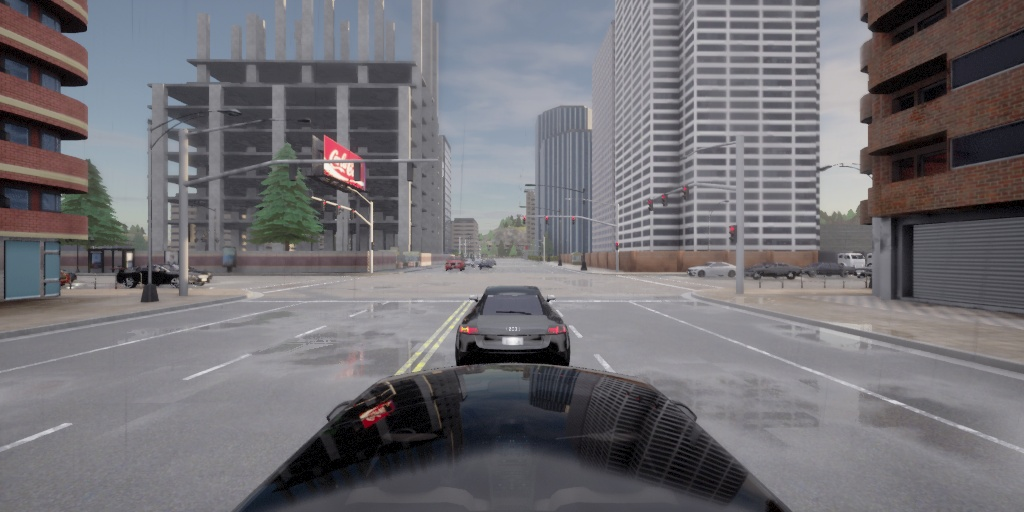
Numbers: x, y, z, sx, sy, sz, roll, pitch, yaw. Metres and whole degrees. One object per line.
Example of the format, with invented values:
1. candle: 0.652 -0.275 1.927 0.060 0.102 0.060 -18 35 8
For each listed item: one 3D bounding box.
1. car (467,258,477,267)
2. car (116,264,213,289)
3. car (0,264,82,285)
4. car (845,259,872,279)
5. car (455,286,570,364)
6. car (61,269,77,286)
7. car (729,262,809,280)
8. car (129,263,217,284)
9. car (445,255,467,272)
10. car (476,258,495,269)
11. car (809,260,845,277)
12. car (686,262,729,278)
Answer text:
1. car: -7.659 1.275 63.822 1.812 1.442 4.674 0 0 0
2. car: -22.017 1.241 22.763 4.902 1.511 2.128 0 0 -1
3. car: -34.601 1.314 26.081 4.181 1.385 1.994 0 0 -1
4. car: 32.218 1.241 30.768 4.902 1.511 2.128 0 0 -1
5. car: 0.009 1.314 7.674 1.994 1.385 4.181 0 0 0
6. car: -31.119 1.102 22.631 4.553 1.767 2.097 0 0 -1
7. car: 21.845 1.241 30.627 4.902 1.511 2.128 0 0 -1
8. car: -24.698 1.276 26.246 4.674 1.442 1.812 0 0 -1
9. car: -7.562 0.968 47.674 2.150 2.045 5.566 0 0 -3
10. car: -4.117 1.351 56.313 1.895 1.301 4.718 0 0 0
11. car: 29.662 1.297 34.238 5.357 1.411 2.033 0 0 -1
12. car: 19.080 1.276 34.066 4.674 1.442 1.812 0 0 -1
